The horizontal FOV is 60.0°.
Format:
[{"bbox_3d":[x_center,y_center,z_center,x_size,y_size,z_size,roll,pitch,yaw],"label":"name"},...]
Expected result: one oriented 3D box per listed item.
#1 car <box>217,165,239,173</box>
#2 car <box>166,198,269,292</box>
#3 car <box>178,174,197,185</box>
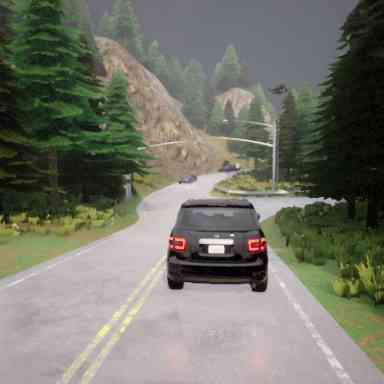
[{"bbox_3d":[7.431,-4.699,67.530,2.033,1.411,5.357,5,11,45],"label":"car"},{"bbox_3d":[0.704,1.172,9.001,2.150,2.045,5.566,0,0,5],"label":"car"},{"bbox_3d":[-0.605,-2.085,52.528,2.033,1.411,5.357,1,10,17],"label":"car"}]
